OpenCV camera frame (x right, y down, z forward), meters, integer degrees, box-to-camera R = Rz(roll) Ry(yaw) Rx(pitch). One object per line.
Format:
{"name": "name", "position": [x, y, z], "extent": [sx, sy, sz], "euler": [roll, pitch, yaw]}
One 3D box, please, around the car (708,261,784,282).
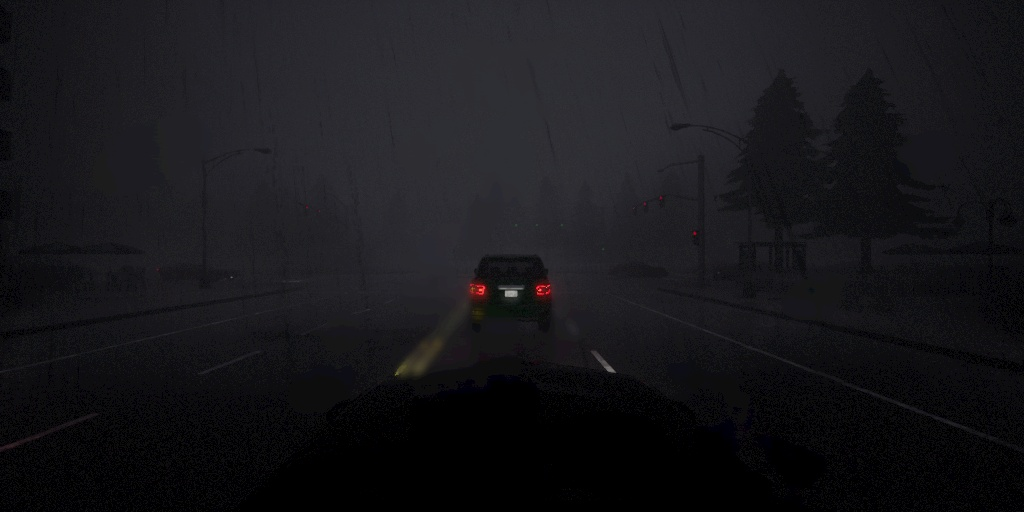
{"name": "car", "position": [17.830, 1.258, 27.470], "extent": [4.181, 1.385, 1.994], "euler": [0, 0, -1]}

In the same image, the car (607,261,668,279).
{"name": "car", "position": [10.798, 1.178, 30.905], "extent": [5.008, 1.535, 1.882], "euler": [0, 0, -1]}

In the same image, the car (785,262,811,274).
{"name": "car", "position": [30.596, 1.295, 38.184], "extent": [4.718, 1.301, 1.895], "euler": [0, 0, 1]}

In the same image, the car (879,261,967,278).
{"name": "car", "position": [35.365, 1.199, 30.918], "extent": [4.892, 1.490, 1.837], "euler": [0, 0, 2]}

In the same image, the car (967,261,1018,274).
{"name": "car", "position": [42.803, 1.186, 33.619], "extent": [4.902, 1.511, 2.128], "euler": [0, 0, 13]}

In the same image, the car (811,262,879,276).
{"name": "car", "position": [32.691, 1.242, 34.680], "extent": [5.357, 1.411, 2.033], "euler": [0, 0, 1]}

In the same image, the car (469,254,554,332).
{"name": "car", "position": [-0.022, 0.971, 11.024], "extent": [2.150, 2.045, 5.566], "euler": [0, 0, 0]}

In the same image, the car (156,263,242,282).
{"name": "car", "position": [-23.407, 1.295, 27.102], "extent": [4.718, 1.301, 1.895], "euler": [0, 0, -1]}

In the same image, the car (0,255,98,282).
{"name": "car", "position": [-35.327, 0.917, 26.872], "extent": [5.566, 2.045, 2.150], "euler": [0, 0, -3]}

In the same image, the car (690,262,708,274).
{"name": "car", "position": [21.491, 1.220, 38.176], "extent": [4.674, 1.442, 1.812], "euler": [0, 0, 0]}

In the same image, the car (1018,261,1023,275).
{"name": "car", "position": [49.335, 1.199, 35.419], "extent": [4.892, 1.490, 1.837], "euler": [0, 0, 20]}

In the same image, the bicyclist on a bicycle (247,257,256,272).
{"name": "bicyclist on a bicycle", "position": [-30.106, 0.995, 41.533], "extent": [0.582, 1.620, 1.656], "euler": [0, 0, -1]}
